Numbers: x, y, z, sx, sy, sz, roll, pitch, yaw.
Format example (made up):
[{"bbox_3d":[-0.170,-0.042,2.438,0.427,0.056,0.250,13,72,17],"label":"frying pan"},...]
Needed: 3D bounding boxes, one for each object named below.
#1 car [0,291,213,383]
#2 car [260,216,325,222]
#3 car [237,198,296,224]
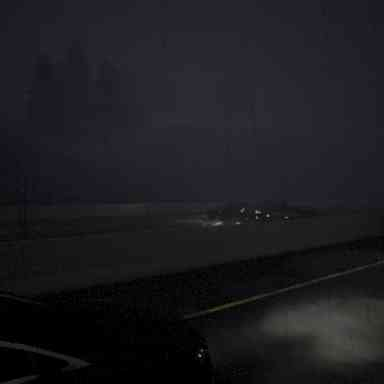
[{"bbox_3d":[-2.028,1.497,2.407,4.902,1.511,2.128,0,0,-36],"label":"car"},{"bbox_3d":[7.137,1.644,22.637,4.718,1.301,1.895,0,0,-37],"label":"car"},{"bbox_3d":[5.863,1.402,26.066,4.553,1.767,2.097,0,0,-37],"label":"car"}]
